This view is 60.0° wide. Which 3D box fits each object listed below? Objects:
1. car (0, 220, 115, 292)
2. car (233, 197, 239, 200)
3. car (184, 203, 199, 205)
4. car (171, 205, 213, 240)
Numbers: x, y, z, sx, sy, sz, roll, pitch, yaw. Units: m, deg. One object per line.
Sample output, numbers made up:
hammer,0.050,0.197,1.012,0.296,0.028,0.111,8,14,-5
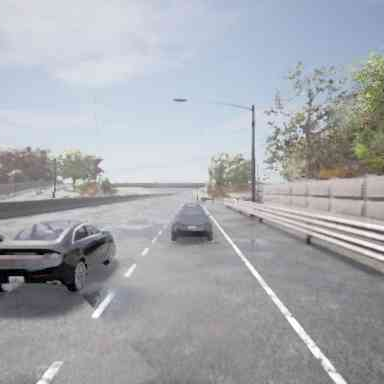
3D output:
car,-3.402,1.487,8.868,2.128,1.511,4.902,0,0,0
car,11.156,2.177,88.223,1.837,1.490,4.892,0,-1,26
car,-0.008,1.566,27.363,1.994,1.385,4.181,0,0,0
car,-0.004,1.561,16.970,1.994,1.385,4.181,0,0,0
